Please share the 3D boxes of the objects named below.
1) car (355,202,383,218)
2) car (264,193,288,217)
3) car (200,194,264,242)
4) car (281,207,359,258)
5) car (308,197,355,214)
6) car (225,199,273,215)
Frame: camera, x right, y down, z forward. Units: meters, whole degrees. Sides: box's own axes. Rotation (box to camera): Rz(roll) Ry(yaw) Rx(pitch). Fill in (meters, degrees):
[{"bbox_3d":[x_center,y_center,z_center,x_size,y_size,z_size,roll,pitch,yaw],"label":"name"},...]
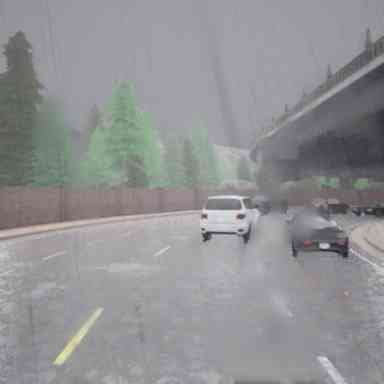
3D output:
[{"bbox_3d":[16.252,1.540,29.320,4.718,1.301,1.895,0,0,-35],"label":"car"},{"bbox_3d":[6.740,1.159,30.631,5.566,2.045,2.150,0,0,-44],"label":"car"},{"bbox_3d":[2.046,1.188,16.400,2.150,2.045,5.566,0,0,18],"label":"car"},{"bbox_3d":[4.589,1.500,12.611,1.812,1.442,4.674,0,0,12],"label":"car"},{"bbox_3d":[12.763,1.289,30.901,4.553,1.767,2.097,0,0,-39],"label":"car"},{"bbox_3d":[6.029,1.477,34.755,5.357,1.411,2.033,0,0,-42],"label":"car"}]
